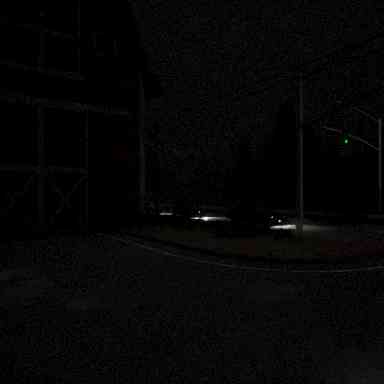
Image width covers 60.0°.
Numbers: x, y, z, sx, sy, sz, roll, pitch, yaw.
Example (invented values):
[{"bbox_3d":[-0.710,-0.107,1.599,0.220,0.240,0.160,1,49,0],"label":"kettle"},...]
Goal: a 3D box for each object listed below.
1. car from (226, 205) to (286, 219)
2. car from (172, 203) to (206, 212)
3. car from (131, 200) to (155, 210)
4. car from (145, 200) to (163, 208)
[{"bbox_3d":[4.823,1.721,26.183,2.033,1.411,5.357,0,0,-34],"label":"car"},{"bbox_3d":[-0.399,1.785,33.793,1.994,1.385,4.181,0,0,-34],"label":"car"},{"bbox_3d":[-7.472,1.886,50.625,1.994,1.385,4.181,0,0,-34],"label":"car"},{"bbox_3d":[-5.385,1.867,41.056,1.895,1.301,4.718,0,0,-34],"label":"car"}]
